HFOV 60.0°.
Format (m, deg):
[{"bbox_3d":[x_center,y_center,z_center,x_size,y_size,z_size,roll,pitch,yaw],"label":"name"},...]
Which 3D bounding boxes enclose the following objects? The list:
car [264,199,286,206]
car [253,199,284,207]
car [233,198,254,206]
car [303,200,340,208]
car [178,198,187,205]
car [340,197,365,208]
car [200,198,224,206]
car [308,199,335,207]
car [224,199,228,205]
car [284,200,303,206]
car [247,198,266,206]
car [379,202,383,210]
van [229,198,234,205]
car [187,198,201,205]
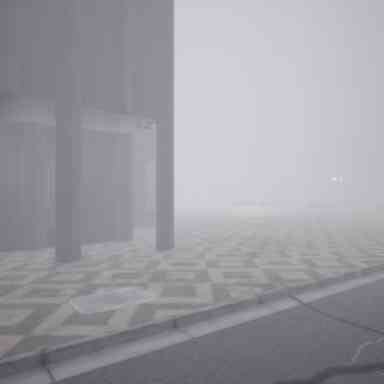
[{"bbox_3d":[18.131,2.296,72.651,1.887,1.381,4.507,-1,0,-35],"label":"car"},{"bbox_3d":[14.458,2.202,63.114,2.008,1.369,4.403,-1,0,-35],"label":"car"},{"bbox_3d":[11.184,2.297,67.711,2.008,1.369,4.403,-1,0,-35],"label":"car"},{"bbox_3d":[21.005,2.008,53.921,1.887,1.381,4.507,-1,0,-35],"label":"car"},{"bbox_3d":[-1.911,2.664,86.099,1.887,1.381,4.507,-1,0,-35],"label":"car"},{"bbox_3d":[27.947,1.784,58.861,2.192,1.841,5.009,-1,0,-35],"label":"car"},{"bbox_3d":[4.637,2.486,76.905,2.008,1.369,4.403,-1,0,-35],"label":"car"},{"bbox_3d":[24.679,2.106,63.457,1.887,1.381,4.507,-1,0,-35],"label":"car"},{"bbox_3d":[8.310,2.584,86.444,2.008,1.369,4.403,-1,0,-35],"label":"car"},{"bbox_3d":[21.402,2.238,68.060,1.802,1.307,4.206,-1,0,-35],"label":"car"},{"bbox_3d":[14.855,2.286,77.249,1.967,1.590,4.097,-1,0,-35],"label":"car"},{"bbox_3d":[27.553,1.834,44.728,2.008,1.369,4.403,-1,0,-35],"label":"car"},{"bbox_3d":[11.579,2.281,81.847,1.690,1.788,3.998,-1,0,-35],"label":"van"},{"bbox_3d":[1.361,2.468,81.503,1.967,1.590,4.097,-1,0,-35],"label":"car"}]
